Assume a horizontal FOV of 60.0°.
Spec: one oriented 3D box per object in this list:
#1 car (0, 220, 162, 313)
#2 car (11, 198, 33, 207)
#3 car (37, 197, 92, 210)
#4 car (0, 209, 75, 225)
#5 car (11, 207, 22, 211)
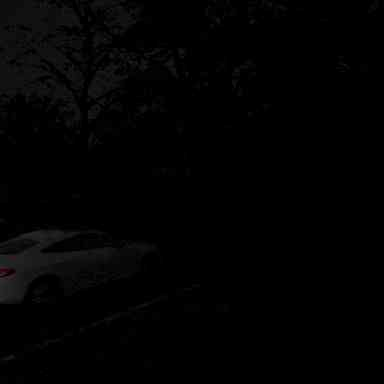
[{"bbox_3d":[-2.696,1.525,7.735,2.002,1.452,4.674,0,0,35],"label":"car"},{"bbox_3d":[-16.031,1.356,32.978,1.882,1.535,5.008,-3,-1,36],"label":"car"},{"bbox_3d":[-12.214,1.210,32.847,1.837,1.490,4.892,-3,-1,35],"label":"car"},{"bbox_3d":[-5.255,1.487,9.569,2.097,1.535,5.008,0,0,35],"label":"car"},{"bbox_3d":[-7.926,1.491,11.461,2.231,1.521,4.892,0,0,35],"label":"car"}]
